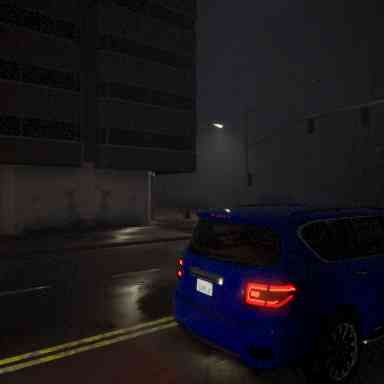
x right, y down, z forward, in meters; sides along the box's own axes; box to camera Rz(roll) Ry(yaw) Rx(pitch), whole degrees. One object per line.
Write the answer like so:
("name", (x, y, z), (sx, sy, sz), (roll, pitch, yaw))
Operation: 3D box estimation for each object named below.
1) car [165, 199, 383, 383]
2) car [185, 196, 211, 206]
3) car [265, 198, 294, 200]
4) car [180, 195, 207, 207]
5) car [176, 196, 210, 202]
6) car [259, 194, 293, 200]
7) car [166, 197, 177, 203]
("car", (2.348, 1.221, 5.483), (5.566, 2.045, 2.150), (0, 0, -35))
("car", (1.029, 1.478, 57.832), (1.882, 1.535, 5.008), (0, 0, -36))
("car", (9.158, 1.547, 28.589), (2.033, 1.411, 5.357), (0, 0, -36))
("car", (0.188, 1.352, 53.043), (2.097, 1.767, 4.553), (0, 0, -36))
("car", (0.407, 1.564, 40.571), (1.994, 1.385, 4.181), (0, 0, -36))
("car", (9.269, 1.221, 34.369), (2.150, 2.045, 5.566), (0, 0, -36))
("car", (-2.161, 1.493, 50.064), (2.128, 1.511, 4.902), (0, 0, -36))
